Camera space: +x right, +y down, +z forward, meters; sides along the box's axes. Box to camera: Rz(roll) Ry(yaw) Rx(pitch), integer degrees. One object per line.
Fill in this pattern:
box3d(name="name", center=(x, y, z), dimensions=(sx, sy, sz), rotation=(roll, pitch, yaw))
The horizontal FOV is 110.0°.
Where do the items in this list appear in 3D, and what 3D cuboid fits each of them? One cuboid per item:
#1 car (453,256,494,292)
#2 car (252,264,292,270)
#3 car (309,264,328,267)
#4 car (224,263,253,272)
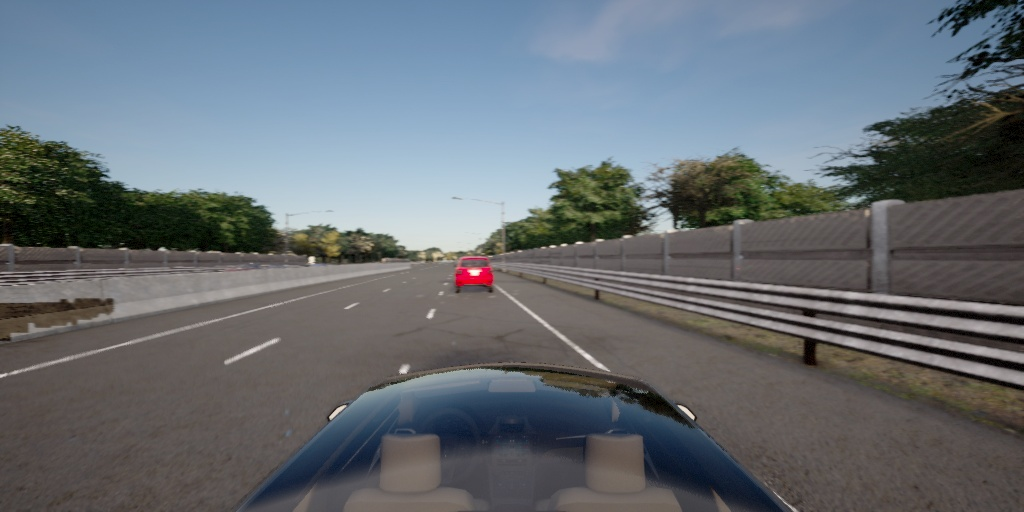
box3d(name="car", center=(-2.389, 1.052, 22.111), dimensions=(2.150, 2.045, 5.566), rotation=(-1, 0, -8))
box3d(name="car", center=(-26.463, 1.730, 40.456), dimensions=(2.128, 1.511, 4.902), rotation=(-1, -1, -8))
box3d(name="car", center=(-23.281, 1.702, 42.992), dimensions=(1.882, 1.535, 5.008), rotation=(-1, 0, -8))
box3d(name="car", center=(-29.937, 1.630, 40.049), dimensions=(2.097, 1.767, 4.553), rotation=(-1, -1, -8))
